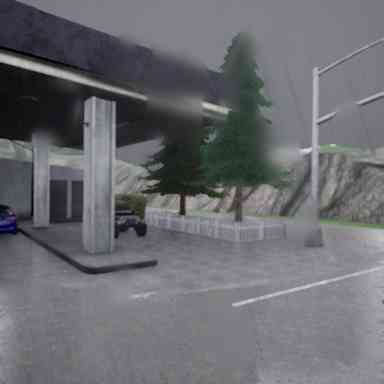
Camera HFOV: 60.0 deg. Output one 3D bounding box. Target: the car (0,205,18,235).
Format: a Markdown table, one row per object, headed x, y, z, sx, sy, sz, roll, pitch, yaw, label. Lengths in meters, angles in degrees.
| x | y | z | sx | sy | sz | roll | pitch | yaw | label |
| --- | --- | --- | --- | --- | --- | --- | --- | --- | --- |
| -11.258 | 1.525 | 18.758 | 2.242 | 1.667 | 4.611 | 1 | 0 | -36 | car |

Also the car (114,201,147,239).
| x | y | z | sx | sy | sz | roll | pitch | yaw | label |
| --- | --- | --- | --- | --- | --- | --- | --- | --- | --- |
| -4.128 | 1.444 | 18.535 | 1.905 | 1.878 | 3.866 | 1 | 0 | -36 | car |
